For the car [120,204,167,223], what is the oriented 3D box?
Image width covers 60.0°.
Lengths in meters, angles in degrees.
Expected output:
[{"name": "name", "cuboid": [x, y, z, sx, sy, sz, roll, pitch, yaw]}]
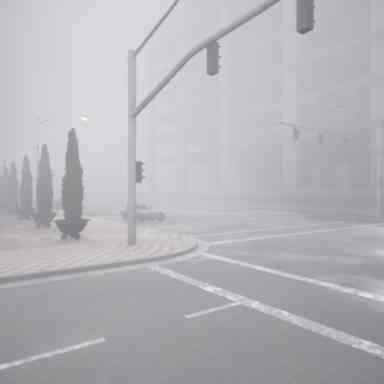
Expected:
[{"name": "car", "cuboid": [-3.872, 1.646, 26.090, 1.895, 1.301, 4.718, 0, 0, -35]}]

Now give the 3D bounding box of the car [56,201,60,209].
[{"name": "car", "cuboid": [-17.026, 1.551, 44.915, 1.837, 1.490, 4.892, 0, 0, -35]}]
